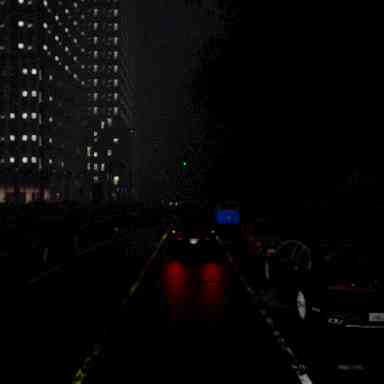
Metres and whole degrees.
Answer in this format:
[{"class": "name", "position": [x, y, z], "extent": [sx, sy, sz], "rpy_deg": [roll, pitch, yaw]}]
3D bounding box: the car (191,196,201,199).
[{"class": "car", "position": [1.360, 1.952, 67.591], "extent": [1.752, 1.417, 4.829], "rpy_deg": [0, 0, -2]}]

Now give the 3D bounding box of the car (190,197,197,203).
[{"class": "car", "position": [0.449, 2.079, 89.749], "extent": [1.752, 1.417, 4.829], "rpy_deg": [0, 0, -3]}]

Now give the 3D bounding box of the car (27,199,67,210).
[{"class": "car", "position": [-18.555, 1.678, 41.950], "extent": [4.206, 1.307, 1.802], "rpy_deg": [1, -1, 3]}]

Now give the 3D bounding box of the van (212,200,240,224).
[{"class": "van", "position": [2.410, 1.499, 23.885], "extent": [1.690, 1.788, 3.998], "rpy_deg": [0, 0, -1]}]

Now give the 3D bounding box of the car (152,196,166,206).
[{"class": "car", "position": [-6.316, 1.942, 61.432], "extent": [2.008, 1.369, 4.403], "rpy_deg": [0, 0, -2]}]

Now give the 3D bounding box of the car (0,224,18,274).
[{"class": "car", "position": [-5.474, 1.569, 6.265], "extent": [1.752, 1.417, 4.829], "rpy_deg": [0, 0, 0]}]

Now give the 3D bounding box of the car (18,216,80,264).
[{"class": "car", "position": [-5.502, 1.627, 12.078], "extent": [1.887, 1.381, 4.507], "rpy_deg": [0, 0, 0]}]

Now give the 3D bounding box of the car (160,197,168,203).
[{"class": "car", "position": [-7.557, 2.096, 89.135], "extent": [1.887, 1.381, 4.507], "rpy_deg": [0, 0, -3]}]

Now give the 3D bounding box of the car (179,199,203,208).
[{"class": "car", "position": [-0.154, 1.677, 30.291], "extent": [1.882, 1.535, 5.008], "rpy_deg": [0, 0, -1]}]

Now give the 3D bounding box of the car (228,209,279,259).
[{"class": "car", "position": [2.663, 1.611, 12.807], "extent": [1.752, 1.417, 4.829], "rpy_deg": [0, 0, 0]}]

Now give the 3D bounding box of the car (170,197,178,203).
[{"class": "car", "position": [-4.800, 2.046, 88.220], "extent": [1.837, 1.490, 4.892], "rpy_deg": [0, 0, -3]}]

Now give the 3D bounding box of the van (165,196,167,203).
[{"class": "van", "position": [-7.306, 1.862, 83.596], "extent": [1.690, 1.788, 3.998], "rpy_deg": [0, 0, -2]}]

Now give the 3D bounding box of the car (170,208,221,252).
[{"class": "car", "position": [0.031, 1.622, 14.393], "extent": [1.812, 1.442, 4.674], "rpy_deg": [0, -1, -1]}]

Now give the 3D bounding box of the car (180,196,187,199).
[{"class": "car", "position": [-2.161, 2.127, 90.650], "extent": [1.895, 1.301, 4.718], "rpy_deg": [0, 0, -3]}]

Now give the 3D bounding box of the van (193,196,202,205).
[{"class": "van", "position": [1.162, 1.799, 72.963], "extent": [1.690, 1.788, 3.998], "rpy_deg": [0, 0, -2]}]

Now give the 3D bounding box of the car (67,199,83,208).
[{"class": "car", "position": [-18.603, 1.709, 50.063], "extent": [4.206, 1.307, 1.802], "rpy_deg": [1, -1, 3]}]

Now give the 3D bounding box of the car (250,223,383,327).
[{"class": "car", "position": [2.693, 1.598, 7.012], "extent": [2.008, 1.369, 4.403], "rpy_deg": [0, 0, 0]}]
